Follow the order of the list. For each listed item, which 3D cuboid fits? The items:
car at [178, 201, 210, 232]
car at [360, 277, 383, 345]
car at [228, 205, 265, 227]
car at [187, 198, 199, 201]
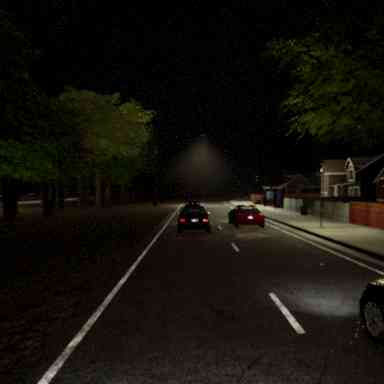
[{"bbox_3d":[0.102,1.529,19.941,2.033,1.411,5.357,0,0,0],"label":"car"},{"bbox_3d":[3.600,1.526,3.405,1.812,1.442,4.674,0,0,0],"label":"car"},{"bbox_3d":[3.601,1.539,22.543,1.994,1.385,4.181,0,0,0],"label":"car"},{"bbox_3d":[0.100,1.441,42.335,2.033,1.411,5.357,0,0,0],"label":"car"}]
